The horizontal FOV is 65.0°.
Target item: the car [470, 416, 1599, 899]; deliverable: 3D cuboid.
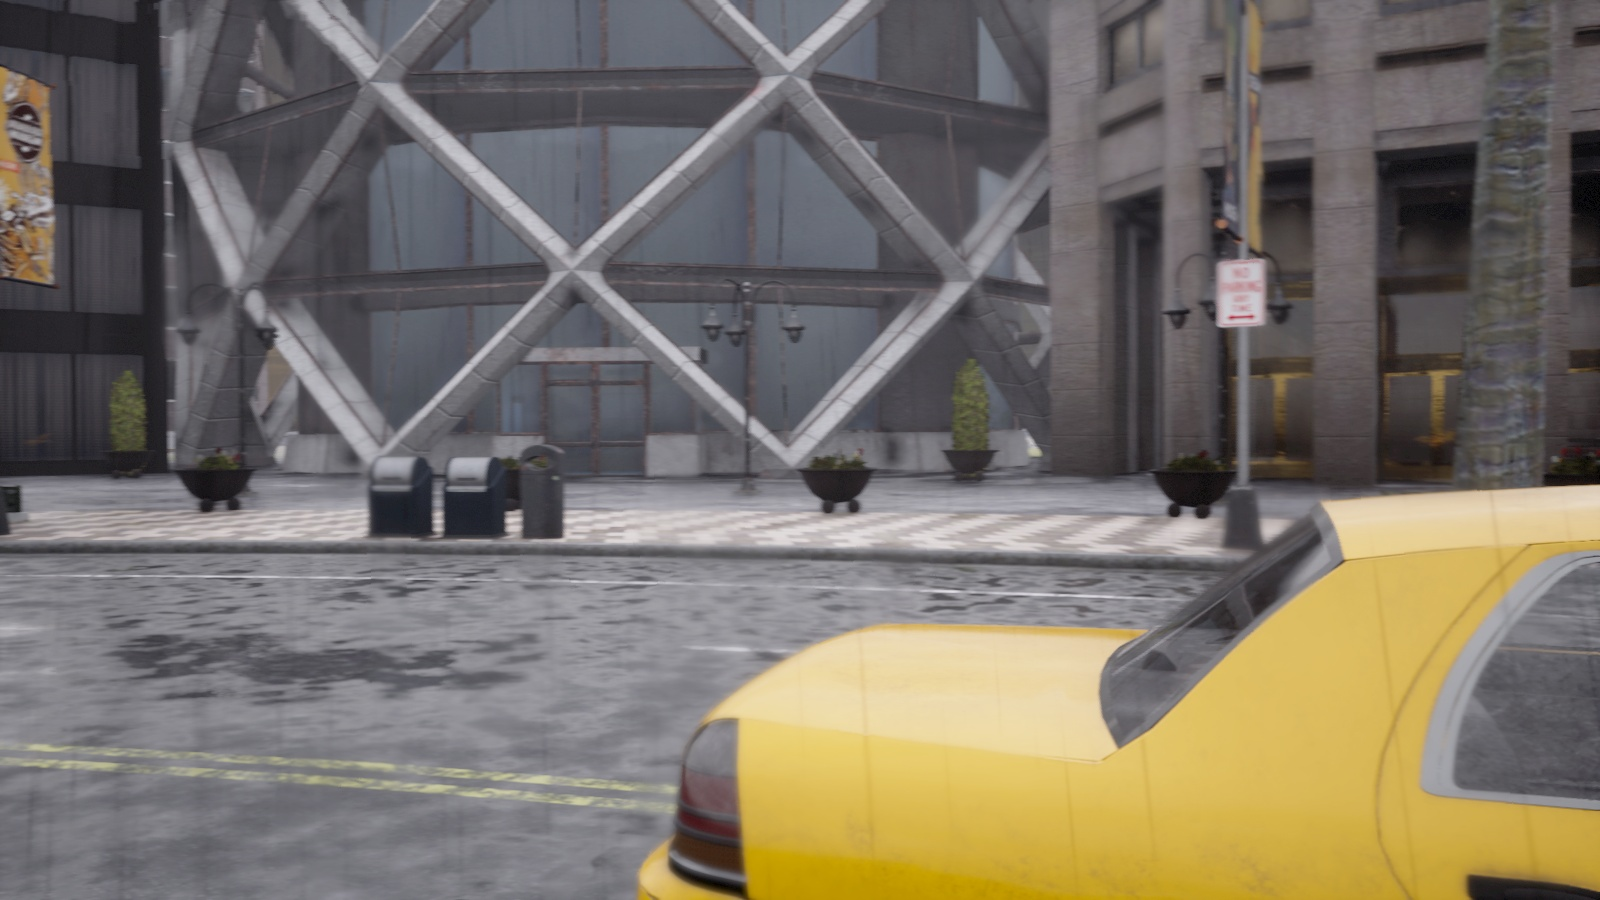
[{"bbox_3d":[2.159,0.729,2.457,5.366,1.575,1.801,1,1,21],"label":"car"}]
